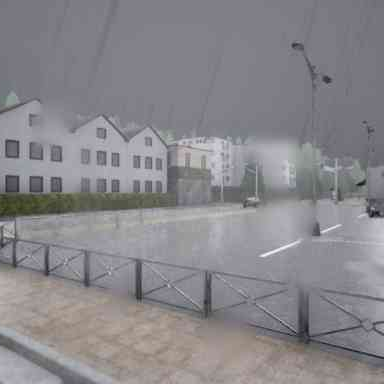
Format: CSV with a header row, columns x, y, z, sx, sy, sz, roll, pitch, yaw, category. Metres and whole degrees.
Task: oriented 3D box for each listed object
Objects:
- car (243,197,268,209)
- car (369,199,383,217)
x,y,z,sx,sy,sz,roll,pitch,yaw,category
8.138,1.329,42.783,1.812,1.442,4.674,0,0,36,car
15.516,1.297,26.748,2.007,1.523,4.514,0,0,35,car
